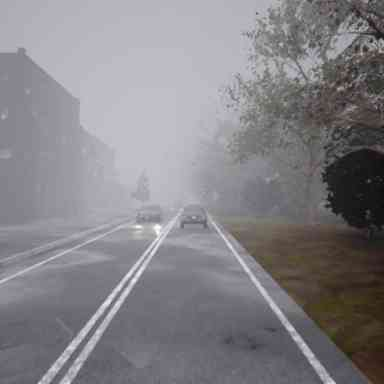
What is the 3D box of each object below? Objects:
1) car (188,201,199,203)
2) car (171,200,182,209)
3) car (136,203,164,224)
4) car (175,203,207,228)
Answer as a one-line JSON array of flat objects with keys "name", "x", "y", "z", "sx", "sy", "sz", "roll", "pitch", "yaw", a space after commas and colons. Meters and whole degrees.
[{"name": "car", "x": 0.204, "y": 1.949, "z": 42.830, "sx": 1.882, "sy": 1.535, "sz": 5.008, "roll": 0, "pitch": -1, "yaw": 0}, {"name": "car", "x": -3.017, "y": 2.395, "z": 66.688, "sx": 2.097, "sy": 1.767, "sz": 4.553, "roll": 0, "pitch": -2, "yaw": 1}, {"name": "car", "x": -3.302, "y": 1.711, "z": 26.693, "sx": 1.837, "sy": 1.490, "sz": 4.892, "roll": 0, "pitch": -1, "yaw": 0}, {"name": "car", "x": 0.131, "y": 1.719, "z": 23.789, "sx": 2.033, "sy": 1.411, "sz": 5.357, "roll": 0, "pitch": -1, "yaw": 0}]
